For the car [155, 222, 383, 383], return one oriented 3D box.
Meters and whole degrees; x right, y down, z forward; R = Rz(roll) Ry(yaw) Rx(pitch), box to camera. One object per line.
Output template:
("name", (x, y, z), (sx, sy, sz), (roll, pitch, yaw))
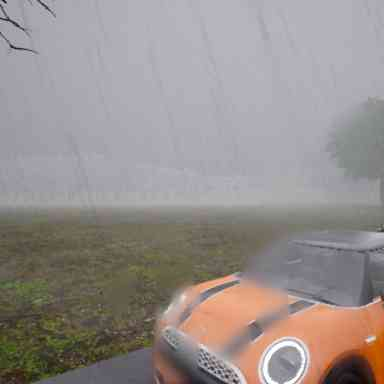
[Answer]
("car", (1.788, 1.350, 4.350), (4.553, 1.767, 2.097), (0, 0, -36))
